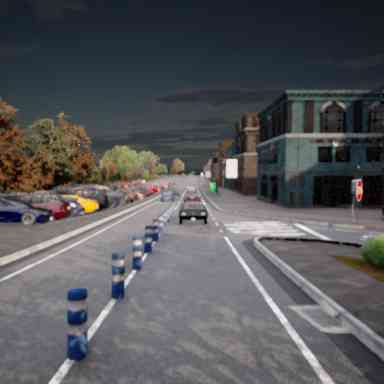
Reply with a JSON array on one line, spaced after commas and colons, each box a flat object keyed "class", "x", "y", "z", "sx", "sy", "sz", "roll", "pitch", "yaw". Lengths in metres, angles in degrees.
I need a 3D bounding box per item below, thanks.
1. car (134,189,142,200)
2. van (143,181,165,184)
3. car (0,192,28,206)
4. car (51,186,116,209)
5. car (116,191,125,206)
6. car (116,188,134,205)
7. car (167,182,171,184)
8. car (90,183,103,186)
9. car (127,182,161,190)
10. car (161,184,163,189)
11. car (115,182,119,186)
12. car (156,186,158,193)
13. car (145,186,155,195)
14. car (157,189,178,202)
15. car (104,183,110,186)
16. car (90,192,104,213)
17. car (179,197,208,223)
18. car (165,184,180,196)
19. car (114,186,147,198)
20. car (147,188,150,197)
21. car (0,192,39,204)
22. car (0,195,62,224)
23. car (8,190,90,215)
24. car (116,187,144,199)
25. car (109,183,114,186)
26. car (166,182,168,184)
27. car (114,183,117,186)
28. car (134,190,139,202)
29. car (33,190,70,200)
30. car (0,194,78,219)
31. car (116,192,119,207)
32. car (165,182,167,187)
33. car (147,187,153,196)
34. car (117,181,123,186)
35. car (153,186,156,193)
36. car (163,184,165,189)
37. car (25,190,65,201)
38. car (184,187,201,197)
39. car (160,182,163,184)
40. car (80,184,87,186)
[{"class": "car", "x": -9.901, "y": 0.733, "z": 46.070, "sx": 4.792, "sy": 1.488, "sz": 2.163, "roll": 0, "pitch": 2, "yaw": 0}, {"class": "van", "x": -9.706, "y": -1.082, "z": 82.230, "sx": 4.442, "sy": 1.987, "sz": 1.878, "roll": 0, "pitch": 3, "yaw": 0}, {"class": "car", "x": -22.991, "y": 0.835, "z": 40.416, "sx": 5.008, "sy": 1.535, "sz": 2.097, "roll": 0, "pitch": 1, "yaw": 0}, {"class": "car", "x": -10.031, "y": 0.749, "z": 29.345, "sx": 5.566, "sy": 2.045, "sz": 2.435, "roll": 0, "pitch": 0, "yaw": 0}, {"class": "car", "x": -9.930, "y": 0.973, "z": 34.915, "sx": 4.792, "sy": 1.488, "sz": 2.163, "roll": 0, "pitch": 1, "yaw": 0}, {"class": "car", "x": -9.885, "y": 0.715, "z": 40.493, "sx": 4.553, "sy": 1.767, "sz": 2.185, "roll": 0, "pitch": 1, "yaw": 0}, {"class": "car", "x": -9.316, "y": -1.408, "z": 93.358, "sx": 5.366, "sy": 1.575, "sz": 1.946, "roll": 0, "pitch": 3, "yaw": 0}, {"class": "car", "x": -22.727, "y": -0.572, "z": 71.172, "sx": 5.566, "sy": 2.045, "sz": 2.435, "roll": 0, "pitch": 3, "yaw": 0}, {"class": "car", "x": -9.726, "y": -0.429, "z": 68.328, "sx": 5.566, "sy": 2.045, "sz": 2.435, "roll": 0, "pitch": 3, "yaw": 0}, {"class": "car", "x": -9.840, "y": -0.452, "z": 73.901, "sx": 5.366, "sy": 1.575, "sz": 1.946, "roll": 0, "pitch": 3, "yaw": 0}, {"class": "car", "x": -22.653, "y": -1.108, "z": 87.873, "sx": 4.792, "sy": 1.488, "sz": 2.163, "roll": 0, "pitch": 3, "yaw": 0}, {"class": "car", "x": -9.717, "y": -0.002, "z": 65.563, "sx": 4.674, "sy": 1.452, "sz": 2.002, "roll": 0, "pitch": 3, "yaw": 0}, {"class": "car", "x": -9.758, "y": 0.212, "z": 59.994, "sx": 5.008, "sy": 1.535, "sz": 2.097, "roll": 0, "pitch": 2, "yaw": 0}, {"class": "car", "x": -3.399, "y": 0.663, "z": 46.836, "sx": 1.812, "sy": 1.442, "sz": 4.674, "roll": 0, "pitch": 2, "yaw": 0}, {"class": "car", "x": -22.693, "y": -0.688, "z": 79.531, "sx": 4.674, "sy": 1.452, "sz": 2.002, "roll": 0, "pitch": 3, "yaw": 0}, {"class": "car", "x": -10.019, "y": 1.015, "z": 26.553, "sx": 5.008, "sy": 1.535, "sz": 2.097, "roll": 0, "pitch": 0, "yaw": 0}, {"class": "car", "x": 0.075, "y": 1.340, "z": 23.181, "sx": 1.895, "sy": 1.301, "sz": 4.718, "roll": 0, "pitch": 2, "yaw": 0}, {"class": "car", "x": -3.352, "y": -0.121, "z": 63.337, "sx": 2.097, "sy": 1.767, "sz": 4.553, "roll": 0, "pitch": 2, "yaw": 1}, {"class": "car", "x": -9.860, "y": 0.407, "z": 51.630, "sx": 4.553, "sy": 1.767, "sz": 2.185, "roll": 0, "pitch": 2, "yaw": 0}, {"class": "car", "x": -9.810, "y": 0.474, "z": 54.421, "sx": 4.674, "sy": 1.452, "sz": 2.002, "roll": 0, "pitch": 2, "yaw": 0}, {"class": "car", "x": -22.968, "y": 0.769, "z": 43.333, "sx": 4.892, "sy": 1.521, "sz": 2.231, "roll": 0, "pitch": 1, "yaw": 0}, {"class": "car", "x": -10.061, "y": 1.044, "z": 18.203, "sx": 4.792, "sy": 1.488, "sz": 2.163, "roll": 0, "pitch": 0, "yaw": 0}, {"class": "car", "x": -10.078, "y": 0.894, "z": 23.774, "sx": 4.553, "sy": 1.767, "sz": 2.185, "roll": 0, "pitch": 0, "yaw": 0}, {"class": "car", "x": -9.882, "y": 0.497, "z": 48.852, "sx": 4.553, "sy": 1.767, "sz": 2.185, "roll": 0, "pitch": 2, "yaw": 0}, {"class": "car", "x": -22.674, "y": -0.864, "z": 82.310, "sx": 5.008, "sy": 1.535, "sz": 2.097, "roll": 0, "pitch": 3, "yaw": 0}, {"class": "car", "x": -9.540, "y": -1.130, "z": 87.800, "sx": 5.008, "sy": 1.535, "sz": 2.097, "roll": 0, "pitch": 3, "yaw": 0}, {"class": "car", "x": -22.653, "y": -1.000, "z": 85.092, "sx": 4.892, "sy": 1.521, "sz": 2.231, "roll": 0, "pitch": 3, "yaw": 0}, {"class": "car", "x": -9.865, "y": 0.806, "z": 43.283, "sx": 4.792, "sy": 1.488, "sz": 2.163, "roll": 0, "pitch": 1, "yaw": 0}, {"class": "car", "x": -22.893, "y": 0.430, "z": 54.352, "sx": 5.008, "sy": 1.535, "sz": 2.097, "roll": 0, "pitch": 2, "yaw": 0}, {"class": "car", "x": -10.098, "y": 1.047, "z": 20.988, "sx": 4.792, "sy": 1.488, "sz": 2.163, "roll": 0, "pitch": 0, "yaw": 0}, {"class": "car", "x": -9.975, "y": 0.978, "z": 32.136, "sx": 4.892, "sy": 1.521, "sz": 2.231, "roll": 0, "pitch": 1, "yaw": 0}, {"class": "car", "x": -9.572, "y": -0.993, "z": 85.020, "sx": 5.008, "sy": 1.535, "sz": 2.097, "roll": 0, "pitch": 3, "yaw": 0}, {"class": "car", "x": -9.779, "y": 0.327, "z": 57.207, "sx": 5.008, "sy": 1.535, "sz": 2.097, "roll": 0, "pitch": 2, "yaw": 0}, {"class": "car", "x": -22.575, "y": -1.526, "z": 90.643, "sx": 5.566, "sy": 2.045, "sz": 2.435, "roll": 0, "pitch": 3, "yaw": 0}, {"class": "car", "x": -9.712, "y": 0.118, "z": 62.779, "sx": 4.792, "sy": 1.488, "sz": 2.163, "roll": 0, "pitch": 3, "yaw": 0}, {"class": "car", "x": -9.617, "y": -0.719, "z": 79.460, "sx": 4.892, "sy": 1.521, "sz": 2.231, "roll": 0, "pitch": 3, "yaw": 0}, {"class": "car", "x": -22.724, "y": 0.526, "z": 51.563, "sx": 5.366, "sy": 1.575, "sz": 1.946, "roll": 0, "pitch": 2, "yaw": 0}, {"class": "car", "x": 0.038, "y": 0.644, "z": 41.333, "sx": 2.097, "sy": 1.767, "sz": 4.553, "roll": 0, "pitch": 1, "yaw": 0}, {"class": "car", "x": -9.602, "y": -0.704, "z": 76.549, "sx": 4.553, "sy": 1.767, "sz": 2.185, "roll": 0, "pitch": 3, "yaw": 0}, {"class": "car", "x": -22.853, "y": -0.039, "z": 62.710, "sx": 4.553, "sy": 1.767, "sz": 2.185, "roll": 0, "pitch": 2, "yaw": 0}]
